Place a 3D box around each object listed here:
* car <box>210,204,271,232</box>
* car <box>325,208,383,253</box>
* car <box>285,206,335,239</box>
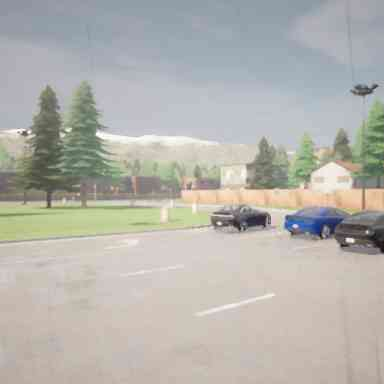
[{"bbox_3d":[3.036,1.500,20.065,2.128,1.511,4.902,0,0,39],"label":"car"},{"bbox_3d":[7.819,1.515,13.662,4.892,1.490,1.837,-1,0,-35],"label":"car"},{"bbox_3d":[6.976,1.487,17.353,5.008,1.535,1.882,0,0,-35],"label":"car"}]
